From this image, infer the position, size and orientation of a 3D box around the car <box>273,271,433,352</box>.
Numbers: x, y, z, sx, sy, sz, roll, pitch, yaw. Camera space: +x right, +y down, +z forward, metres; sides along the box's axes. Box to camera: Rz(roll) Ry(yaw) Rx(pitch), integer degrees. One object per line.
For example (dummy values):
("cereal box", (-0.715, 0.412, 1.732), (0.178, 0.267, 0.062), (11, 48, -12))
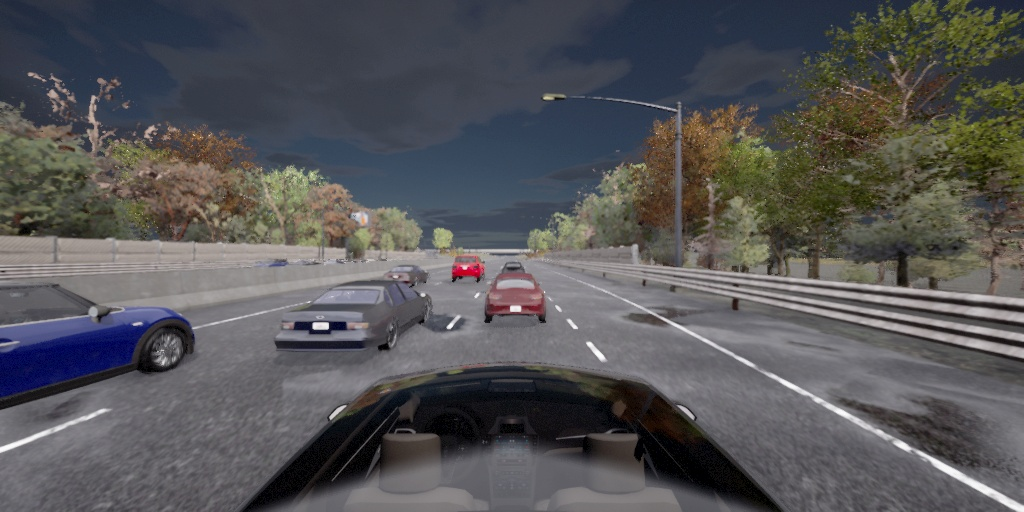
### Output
("car", (-3.397, 1.288, 8.880), (2.033, 1.411, 5.357), (0, 0, 0))

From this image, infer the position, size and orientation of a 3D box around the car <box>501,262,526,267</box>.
("car", (0.109, 1.228, 29.453), (1.837, 1.490, 4.892), (0, 0, 0))

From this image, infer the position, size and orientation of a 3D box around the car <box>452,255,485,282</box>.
("car", (-3.395, 0.945, 28.525), (2.150, 2.045, 5.566), (0, 0, 0))

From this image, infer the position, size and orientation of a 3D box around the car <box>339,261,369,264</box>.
("car", (-17.576, 1.320, 41.424), (1.895, 1.301, 4.718), (0, 0, 0))

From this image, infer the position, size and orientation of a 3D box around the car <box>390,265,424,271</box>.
("car", (-6.893, 1.274, 23.742), (2.033, 1.411, 5.357), (0, 0, 0))

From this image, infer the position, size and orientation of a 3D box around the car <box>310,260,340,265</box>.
("car", (-21.071, 1.245, 41.940), (1.812, 1.442, 4.674), (0, 0, 0))

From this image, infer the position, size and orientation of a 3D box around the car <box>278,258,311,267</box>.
("car", (-24.567, 1.212, 42.132), (2.128, 1.511, 4.902), (0, 0, 0))

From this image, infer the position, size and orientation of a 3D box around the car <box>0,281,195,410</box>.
("car", (-6.899, 1.098, 4.711), (2.097, 1.767, 4.553), (0, 0, 0))

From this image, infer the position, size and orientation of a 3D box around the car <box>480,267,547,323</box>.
("car", (0.103, 1.263, 12.012), (1.812, 1.442, 4.674), (0, 0, 0))

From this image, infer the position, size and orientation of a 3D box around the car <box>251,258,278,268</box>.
("car", (-28.067, 1.071, 41.863), (2.097, 1.767, 4.553), (0, 0, 0))
